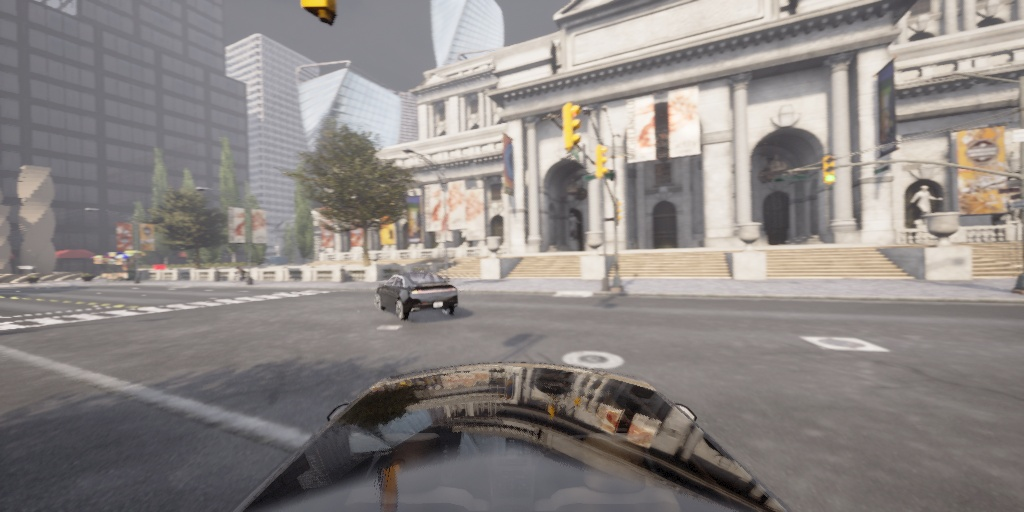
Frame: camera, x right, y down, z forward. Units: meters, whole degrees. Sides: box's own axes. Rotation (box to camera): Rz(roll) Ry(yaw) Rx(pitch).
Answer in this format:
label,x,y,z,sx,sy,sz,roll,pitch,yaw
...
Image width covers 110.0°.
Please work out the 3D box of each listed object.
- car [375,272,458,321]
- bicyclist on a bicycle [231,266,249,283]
label,x,y,z,sx,sy,sz,roll,pitch,yaw
car,-3.658,1.345,13.230,2.128,1.511,4.902,-1,0,-34
bicyclist on a bicycle,-26.958,1.809,35.544,0.582,1.620,1.656,-2,0,25
